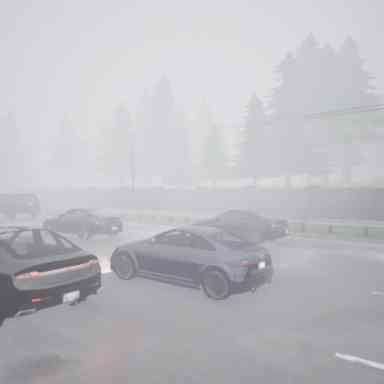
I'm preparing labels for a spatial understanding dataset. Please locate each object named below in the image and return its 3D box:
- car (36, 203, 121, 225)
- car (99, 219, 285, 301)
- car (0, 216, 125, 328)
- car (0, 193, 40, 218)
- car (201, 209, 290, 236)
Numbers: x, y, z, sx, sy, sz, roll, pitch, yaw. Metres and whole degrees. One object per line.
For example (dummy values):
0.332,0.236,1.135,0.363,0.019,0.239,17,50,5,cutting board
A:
-5.405,1.465,16.420,4.674,1.442,1.812,0,0,35,car
-0.117,1.543,8.368,4.181,1.385,1.994,0,0,36,car
-3.922,1.461,6.784,4.902,1.511,2.128,0,0,36,car
-14.716,1.100,27.372,5.566,2.045,2.150,0,0,35,car
2.123,1.495,15.369,4.674,1.442,1.812,0,0,36,car
